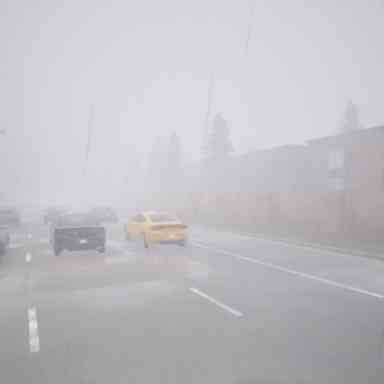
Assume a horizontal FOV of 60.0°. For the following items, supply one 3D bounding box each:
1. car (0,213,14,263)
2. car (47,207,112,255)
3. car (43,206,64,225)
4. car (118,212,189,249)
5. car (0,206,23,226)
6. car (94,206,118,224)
[{"bbox_3d":[-7.772,1.698,11.950,1.994,1.385,4.181,0,-1,-25],"label":"car"},{"bbox_3d":[-4.989,1.641,14.258,1.882,1.535,5.008,0,0,-25],"label":"car"},{"bbox_3d":[-11.128,1.836,27.289,1.812,1.442,4.674,0,-1,-24],"label":"car"},{"bbox_3d":[-1.861,1.663,15.827,1.882,1.535,5.008,0,0,-25],"label":"car"},{"bbox_3d":[-14.143,1.779,25.461,2.128,1.511,4.902,0,-1,-24],"label":"car"},{"bbox_3d":[-7.386,1.864,27.506,2.033,1.411,5.357,0,-1,-25],"label":"car"}]
